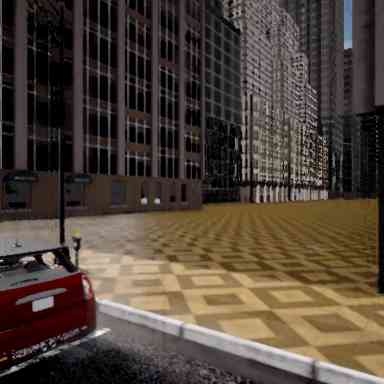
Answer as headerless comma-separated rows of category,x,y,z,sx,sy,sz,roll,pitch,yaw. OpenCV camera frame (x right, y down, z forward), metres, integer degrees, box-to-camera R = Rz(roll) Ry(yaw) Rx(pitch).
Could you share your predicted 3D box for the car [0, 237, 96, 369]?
car,-3.459,1.439,5.324,4.097,1.590,1.967,0,0,35
